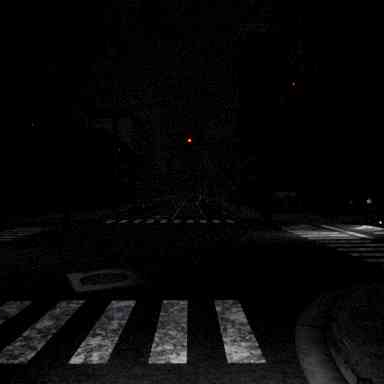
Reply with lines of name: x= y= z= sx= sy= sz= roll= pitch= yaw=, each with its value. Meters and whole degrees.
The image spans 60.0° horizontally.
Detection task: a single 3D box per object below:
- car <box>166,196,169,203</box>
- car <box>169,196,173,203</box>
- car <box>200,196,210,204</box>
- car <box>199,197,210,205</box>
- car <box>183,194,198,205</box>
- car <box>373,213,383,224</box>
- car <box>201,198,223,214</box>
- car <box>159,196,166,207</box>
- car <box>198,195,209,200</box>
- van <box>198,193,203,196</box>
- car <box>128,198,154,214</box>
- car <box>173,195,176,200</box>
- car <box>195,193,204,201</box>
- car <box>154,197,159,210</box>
car: x=-5.670 y=1.634 z=58.229 sx=2.008 sy=1.369 sz=4.403 roll=0 pitch=0 yaw=0
car: x=-5.658 y=1.552 z=69.250 sx=1.967 sy=1.590 sz=4.097 roll=0 pitch=0 yaw=0
car: x=2.343 y=1.641 z=47.199 sx=1.802 sy=1.307 sz=4.206 roll=0 pitch=0 yaw=0
car: x=2.361 y=1.647 z=63.731 sx=2.008 sy=1.369 sz=4.403 roll=0 pitch=0 yaw=0
car: x=-0.276 y=1.601 z=63.326 sx=1.837 sy=1.490 sz=4.892 roll=0 pitch=0 yaw=0
car: x=14.349 y=1.494 z=20.715 sx=5.357 sy=1.411 sz=2.033 roll=0 pitch=0 yaw=-2
car: x=2.331 y=1.606 z=36.177 sx=1.947 sy=1.339 sz=4.313 roll=0 pitch=0 yaw=0
car: x=-5.676 y=1.653 z=52.718 sx=1.802 sy=1.307 sz=4.206 roll=0 pitch=0 yaw=0
car: x=2.349 y=1.637 z=52.710 sx=1.947 sy=1.339 sz=4.313 roll=0 pitch=0 yaw=0
van: x=2.355 y=1.424 z=58.221 sx=1.690 sy=1.788 sz=3.998 roll=0 pitch=0 yaw=0
car: x=-5.694 y=1.480 z=36.186 sx=1.967 sy=1.590 sz=4.097 roll=0 pitch=0 yaw=0
car: x=-5.646 y=1.694 z=80.272 sx=2.008 sy=1.369 sz=4.403 roll=0 pitch=0 yaw=0
car: x=2.022 y=1.401 z=90.176 sx=2.150 sy=2.045 sz=5.566 roll=0 pitch=0 yaw=0
car: x=-5.688 y=1.489 z=41.697 sx=1.967 sy=1.590 sz=4.097 roll=0 pitch=0 yaw=0
